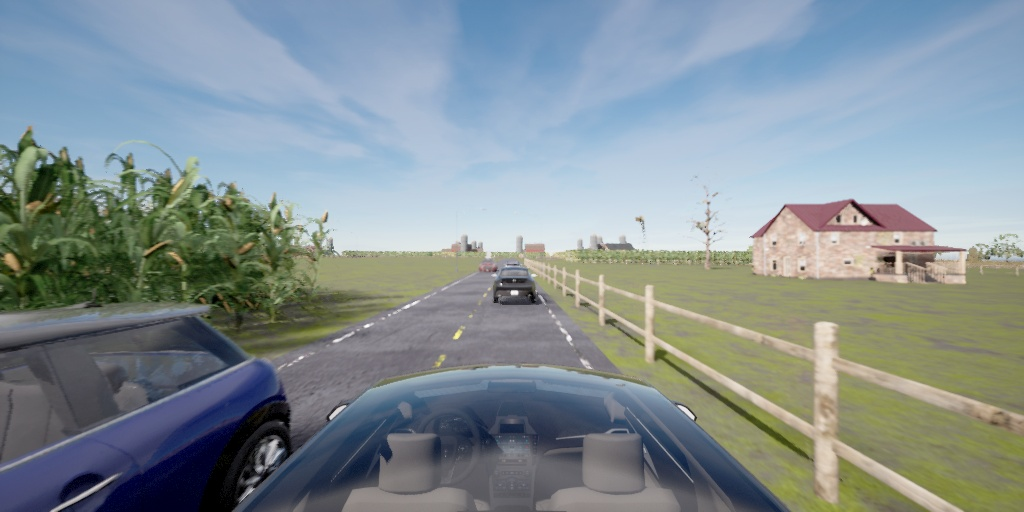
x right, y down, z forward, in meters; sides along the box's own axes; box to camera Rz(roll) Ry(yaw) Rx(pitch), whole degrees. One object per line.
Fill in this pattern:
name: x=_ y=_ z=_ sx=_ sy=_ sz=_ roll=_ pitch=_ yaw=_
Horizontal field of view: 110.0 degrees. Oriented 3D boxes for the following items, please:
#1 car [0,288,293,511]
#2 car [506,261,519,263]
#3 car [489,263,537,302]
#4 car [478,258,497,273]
car: x=-2.850 y=1.102 z=1.027 sx=2.097 sy=1.767 sz=4.553 roll=0 pitch=0 yaw=0
car: x=0.108 y=1.219 z=38.308 sx=2.128 sy=1.511 sz=4.902 roll=0 pitch=0 yaw=0
car: x=0.103 y=1.251 z=16.978 sx=1.837 sy=1.490 sz=4.892 roll=0 pitch=0 yaw=0
car: x=-2.830 y=1.073 z=43.202 sx=2.097 sy=1.767 sz=4.553 roll=0 pitch=0 yaw=0
